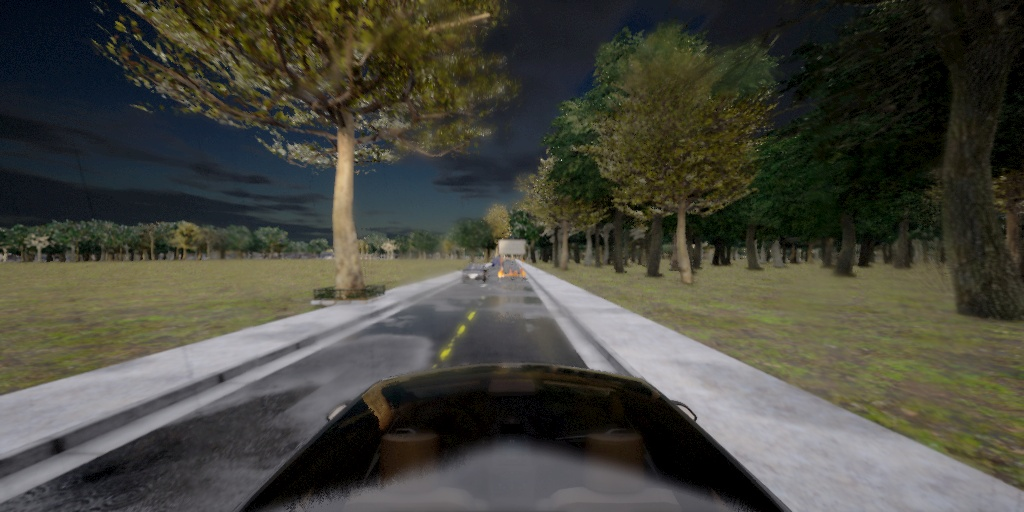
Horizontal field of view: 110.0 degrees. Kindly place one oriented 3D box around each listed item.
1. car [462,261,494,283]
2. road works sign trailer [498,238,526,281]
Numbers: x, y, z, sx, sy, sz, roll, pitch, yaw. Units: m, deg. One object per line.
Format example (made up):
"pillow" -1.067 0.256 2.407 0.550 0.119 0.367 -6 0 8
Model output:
"car" -2.849 1.317 28.667 2.128 1.511 4.902 0 0 0
"road works sign trailer" -0.004 0.296 30.590 2.380 3.560 2.880 0 0 0
